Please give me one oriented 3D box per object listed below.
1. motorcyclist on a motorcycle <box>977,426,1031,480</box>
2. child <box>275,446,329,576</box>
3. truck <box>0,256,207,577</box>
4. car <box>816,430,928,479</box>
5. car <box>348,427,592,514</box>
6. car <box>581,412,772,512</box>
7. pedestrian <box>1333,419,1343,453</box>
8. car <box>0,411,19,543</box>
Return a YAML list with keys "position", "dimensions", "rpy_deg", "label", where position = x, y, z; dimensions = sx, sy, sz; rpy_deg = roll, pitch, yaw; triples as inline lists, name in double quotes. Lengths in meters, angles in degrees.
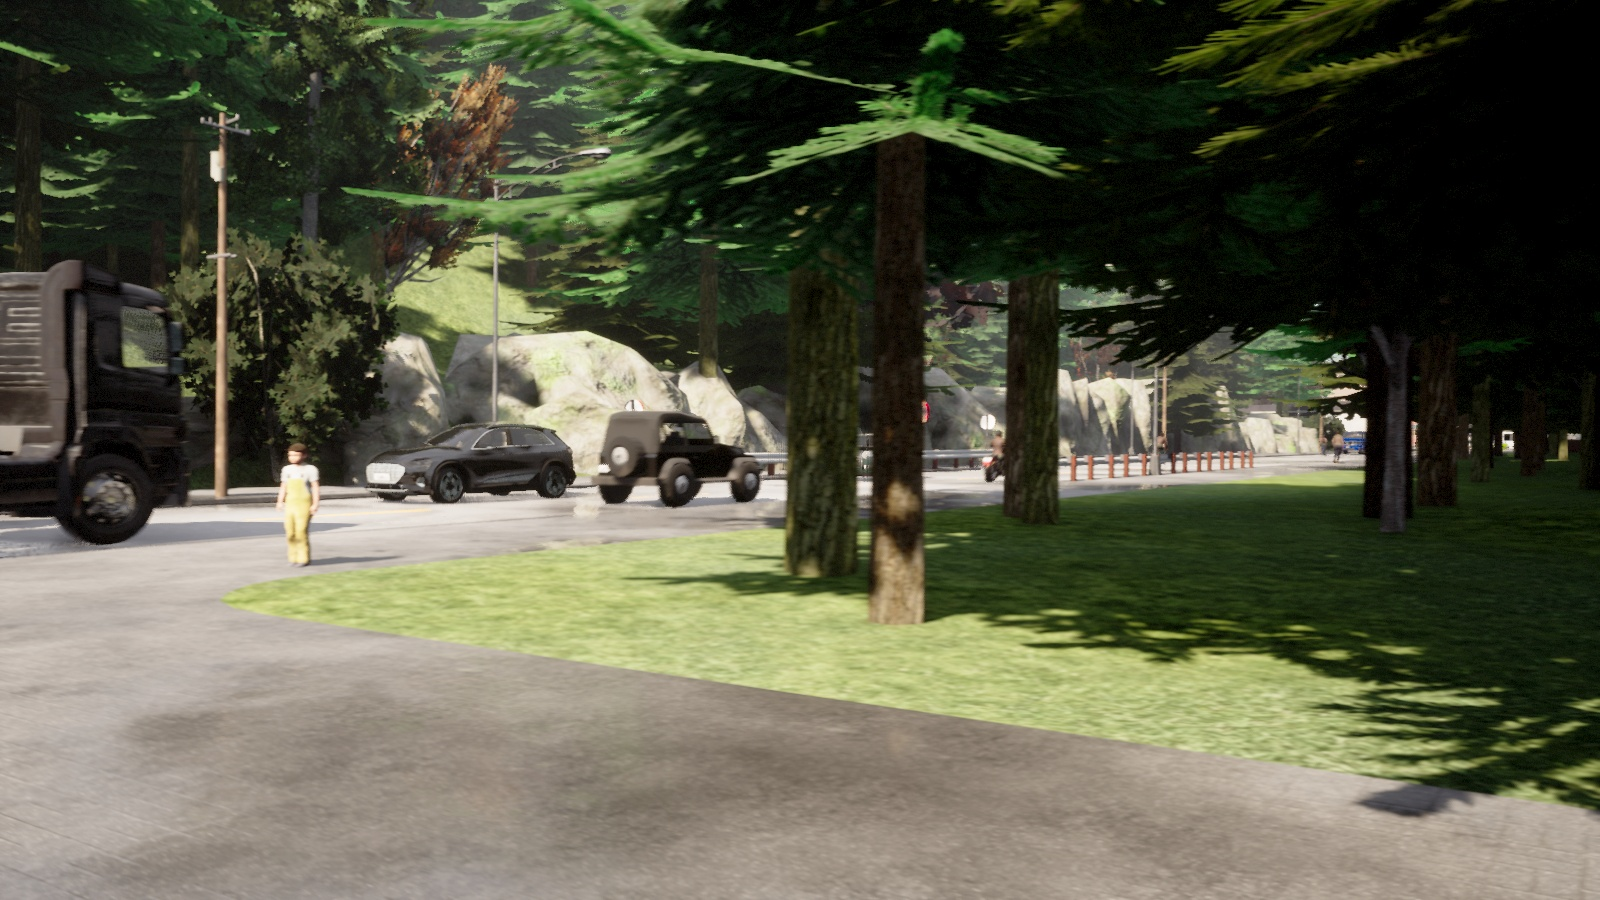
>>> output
- position: [6.412, 0.086, 39.376]
  dimensions: [0.766, 1.649, 2.350]
  rpy_deg: [0, 1, 33]
  label: "motorcyclist on a motorcycle"
- position: [-4.943, 0.595, 12.478]
  dimensions: [0.270, 1.263, 0.437]
  rpy_deg: [0, 1, 15]
  label: "child"
- position: [-10.100, -0.344, 13.545]
  dimensions: [2.891, 3.462, 7.936]
  rpy_deg: [-1, 1, 7]
  label: "truck"
- position: [2.380, 0.122, 40.522]
  dimensions: [1.970, 1.475, 3.806]
  rpy_deg: [0, 1, 33]
  label: "car"
- position: [-6.822, 0.362, 26.496]
  dimensions: [2.033, 1.649, 4.856]
  rpy_deg: [0, 1, 33]
  label: "car"
- position: [-2.458, 0.197, 25.856]
  dimensions: [1.905, 1.878, 3.866]
  rpy_deg: [0, 1, 33]
  label: "car"
- position: [28.589, -0.728, 66.700]
  dimensions: [0.328, 1.805, 0.869]
  rpy_deg: [0, 1, 33]
  label: "pedestrian"
- position: [-12.998, 0.416, 16.802]
  dimensions: [1.905, 1.878, 3.866]
  rpy_deg: [0, 1, 29]
  label: "car"
